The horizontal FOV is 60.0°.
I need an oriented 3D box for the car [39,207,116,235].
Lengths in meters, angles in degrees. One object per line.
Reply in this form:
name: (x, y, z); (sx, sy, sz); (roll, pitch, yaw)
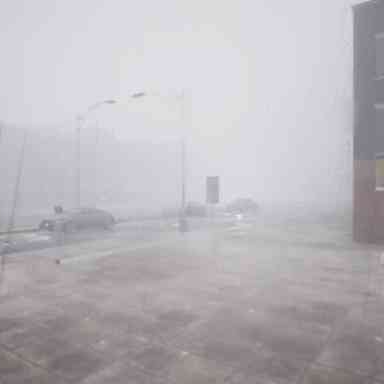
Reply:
car: (-6.417, 1.542, 18.952); (1.994, 1.385, 4.181); (0, 0, 36)

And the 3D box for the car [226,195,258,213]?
car: (5.402, 1.408, 35.686); (1.837, 1.490, 4.892); (0, 0, 36)

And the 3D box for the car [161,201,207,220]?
car: (-0.550, 1.466, 27.267); (1.812, 1.442, 4.674); (0, 0, 35)
